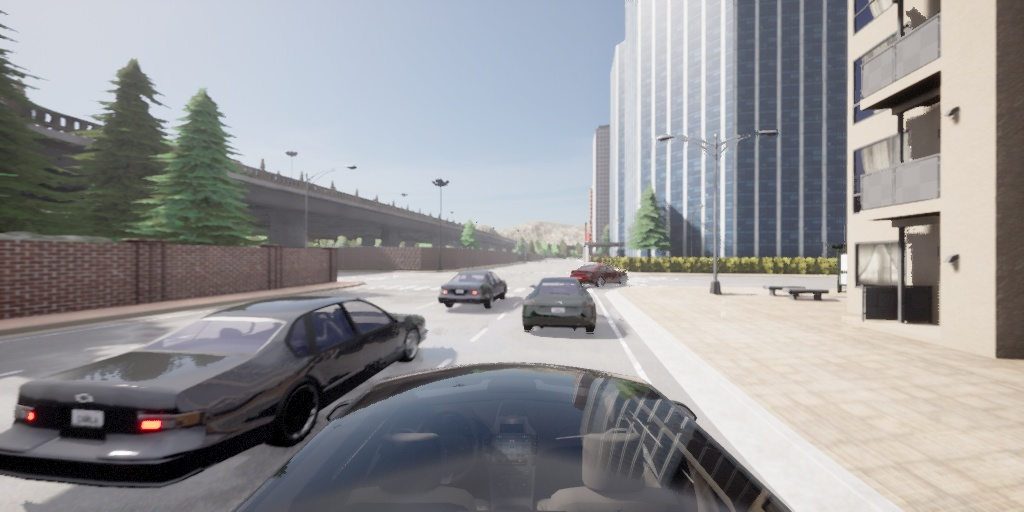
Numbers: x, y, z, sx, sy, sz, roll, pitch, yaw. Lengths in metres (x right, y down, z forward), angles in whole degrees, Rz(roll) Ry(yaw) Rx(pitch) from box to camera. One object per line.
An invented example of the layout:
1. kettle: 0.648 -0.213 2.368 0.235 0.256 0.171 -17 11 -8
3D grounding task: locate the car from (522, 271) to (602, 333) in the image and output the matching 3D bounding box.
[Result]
1. car: 1.453 1.335 10.984 1.994 1.385 4.181 0 0 8

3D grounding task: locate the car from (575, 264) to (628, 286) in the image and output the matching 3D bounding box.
1. car: 6.140 1.294 24.948 5.008 1.535 1.882 0 -2 -44

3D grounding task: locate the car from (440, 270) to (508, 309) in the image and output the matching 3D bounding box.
1. car: -1.455 1.315 15.203 2.033 1.411 5.357 0 0 9

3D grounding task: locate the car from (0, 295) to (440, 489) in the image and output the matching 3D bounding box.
1. car: -2.955 1.292 5.240 2.033 1.411 5.357 0 0 7
